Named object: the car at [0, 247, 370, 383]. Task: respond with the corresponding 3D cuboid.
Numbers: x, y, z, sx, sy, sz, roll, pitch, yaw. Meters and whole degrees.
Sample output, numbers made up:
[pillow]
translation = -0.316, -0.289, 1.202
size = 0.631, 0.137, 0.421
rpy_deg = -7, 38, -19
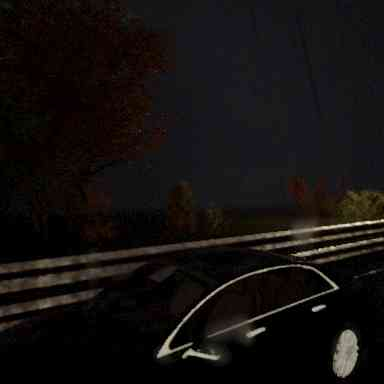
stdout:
[car]
translation = 0.129, 1.490, 3.776
size = 4.892, 1.490, 1.837
rpy_deg = 0, 0, -35
